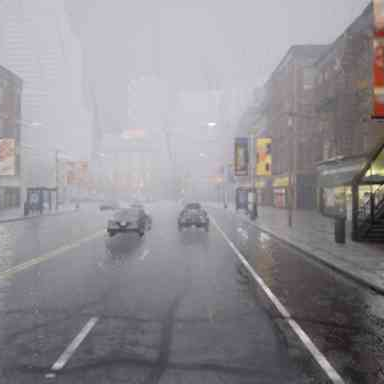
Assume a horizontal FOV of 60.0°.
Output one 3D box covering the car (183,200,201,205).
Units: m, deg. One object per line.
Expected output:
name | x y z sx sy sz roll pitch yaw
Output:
car | 0.046 1.715 39.386 1.837 1.490 4.892 0 0 -1

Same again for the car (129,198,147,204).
car | -7.579 1.753 45.971 1.837 1.490 4.892 1 -1 -8

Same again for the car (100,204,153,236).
car | -3.402 1.650 18.990 2.033 1.411 5.357 0 0 0

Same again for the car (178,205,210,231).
car | 0.097 1.716 21.529 1.895 1.301 4.718 0 0 0

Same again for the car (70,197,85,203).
car | -29.269 1.982 85.785 4.674 1.452 2.002 0 0 20

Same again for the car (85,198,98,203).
car | -23.965 2.044 83.614 4.718 1.301 1.895 0 0 30

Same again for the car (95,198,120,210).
car | -10.707 1.782 43.626 2.033 1.411 5.357 0 0 -2
